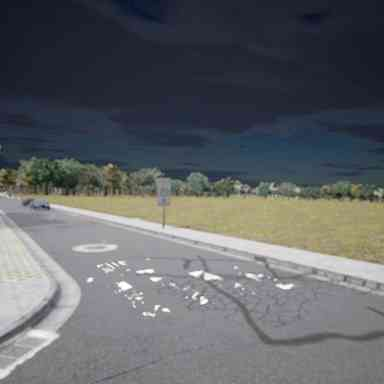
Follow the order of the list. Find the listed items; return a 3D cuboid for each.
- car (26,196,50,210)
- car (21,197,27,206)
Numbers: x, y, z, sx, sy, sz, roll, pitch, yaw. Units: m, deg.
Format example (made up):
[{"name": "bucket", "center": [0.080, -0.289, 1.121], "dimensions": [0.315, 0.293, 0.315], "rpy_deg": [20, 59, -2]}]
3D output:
[{"name": "car", "center": [-19.525, 1.537, 42.750], "dimensions": [2.033, 1.411, 5.357], "rpy_deg": [1, 0, -32]}, {"name": "car", "center": [-25.699, 1.473, 52.564], "dimensions": [1.837, 1.490, 4.892], "rpy_deg": [1, 0, -32]}]
